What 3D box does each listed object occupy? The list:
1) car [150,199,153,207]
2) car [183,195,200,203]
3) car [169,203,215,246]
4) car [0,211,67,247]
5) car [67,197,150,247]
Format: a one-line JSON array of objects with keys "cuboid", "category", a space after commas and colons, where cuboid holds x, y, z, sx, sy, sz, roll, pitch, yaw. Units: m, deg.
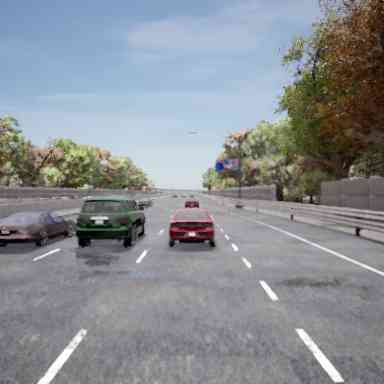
[{"cuboid": [-6.993, 1.590, 50.241, 2.033, 1.411, 5.357, 0, 0, 0], "category": "car"}, {"cuboid": [0.005, 1.515, 44.849, 1.882, 1.535, 5.008, 0, 0, 0], "category": "car"}, {"cuboid": [0.000, 1.491, 15.358, 1.882, 1.535, 5.008, 0, 0, 0], "category": "car"}, {"cuboid": [-7.001, 1.560, 15.035, 2.033, 1.411, 5.357, 0, 0, 0], "category": "car"}, {"cuboid": [-3.497, 1.235, 15.223, 2.150, 2.045, 5.566, 0, 0, 0], "category": "car"}]
